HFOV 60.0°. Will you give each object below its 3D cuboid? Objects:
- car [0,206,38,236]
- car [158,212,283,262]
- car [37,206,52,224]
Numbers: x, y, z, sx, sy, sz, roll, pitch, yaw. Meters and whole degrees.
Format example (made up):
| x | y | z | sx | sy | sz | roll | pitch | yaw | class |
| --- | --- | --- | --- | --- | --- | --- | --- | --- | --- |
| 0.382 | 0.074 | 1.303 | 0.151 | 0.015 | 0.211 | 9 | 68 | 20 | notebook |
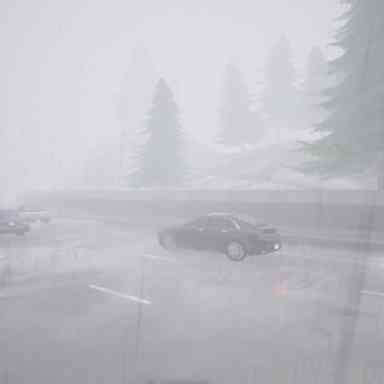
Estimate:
| x | y | z | sx | sy | sz | roll | pitch | yaw | class |
| --- | --- | --- | --- | --- | --- | --- | --- | --- | --- |
| -10.320 | 1.563 | 17.449 | 5.357 | 1.411 | 2.033 | 0 | 0 | 44 | car |
| 0.873 | 1.524 | 12.331 | 4.892 | 1.490 | 1.837 | 0 | 0 | 39 | car |
| -11.882 | 1.624 | 23.995 | 1.895 | 1.301 | 4.718 | 0 | 0 | -44 | car |
